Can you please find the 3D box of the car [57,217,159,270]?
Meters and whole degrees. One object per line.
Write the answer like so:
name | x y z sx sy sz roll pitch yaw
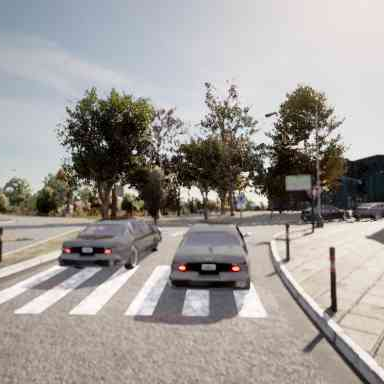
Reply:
car | -2.398 1.561 11.133 2.033 1.411 5.357 -1 0 7

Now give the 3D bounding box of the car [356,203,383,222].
car | 15.553 1.668 27.969 4.902 1.511 2.128 -1 -3 -29

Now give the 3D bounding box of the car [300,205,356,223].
car | 11.837 1.941 29.588 4.892 1.490 1.837 -1 -4 -26

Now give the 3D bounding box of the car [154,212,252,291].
car | 0.601 1.530 9.111 2.033 1.411 5.357 -1 0 6

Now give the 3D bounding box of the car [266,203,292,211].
car | 19.223 3.526 73.629 5.566 2.045 2.150 -4 -6 41
